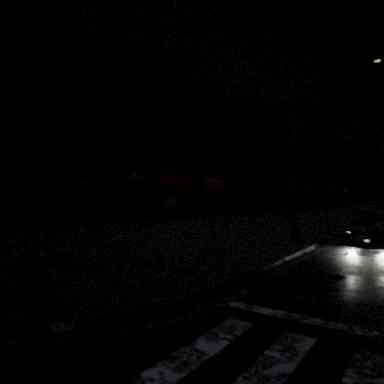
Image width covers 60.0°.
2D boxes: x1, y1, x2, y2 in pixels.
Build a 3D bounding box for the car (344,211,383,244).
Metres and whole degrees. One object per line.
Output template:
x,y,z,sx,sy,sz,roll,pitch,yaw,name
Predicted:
8.726,1.642,15.867,2.033,1.411,5.357,0,-1,35,car
